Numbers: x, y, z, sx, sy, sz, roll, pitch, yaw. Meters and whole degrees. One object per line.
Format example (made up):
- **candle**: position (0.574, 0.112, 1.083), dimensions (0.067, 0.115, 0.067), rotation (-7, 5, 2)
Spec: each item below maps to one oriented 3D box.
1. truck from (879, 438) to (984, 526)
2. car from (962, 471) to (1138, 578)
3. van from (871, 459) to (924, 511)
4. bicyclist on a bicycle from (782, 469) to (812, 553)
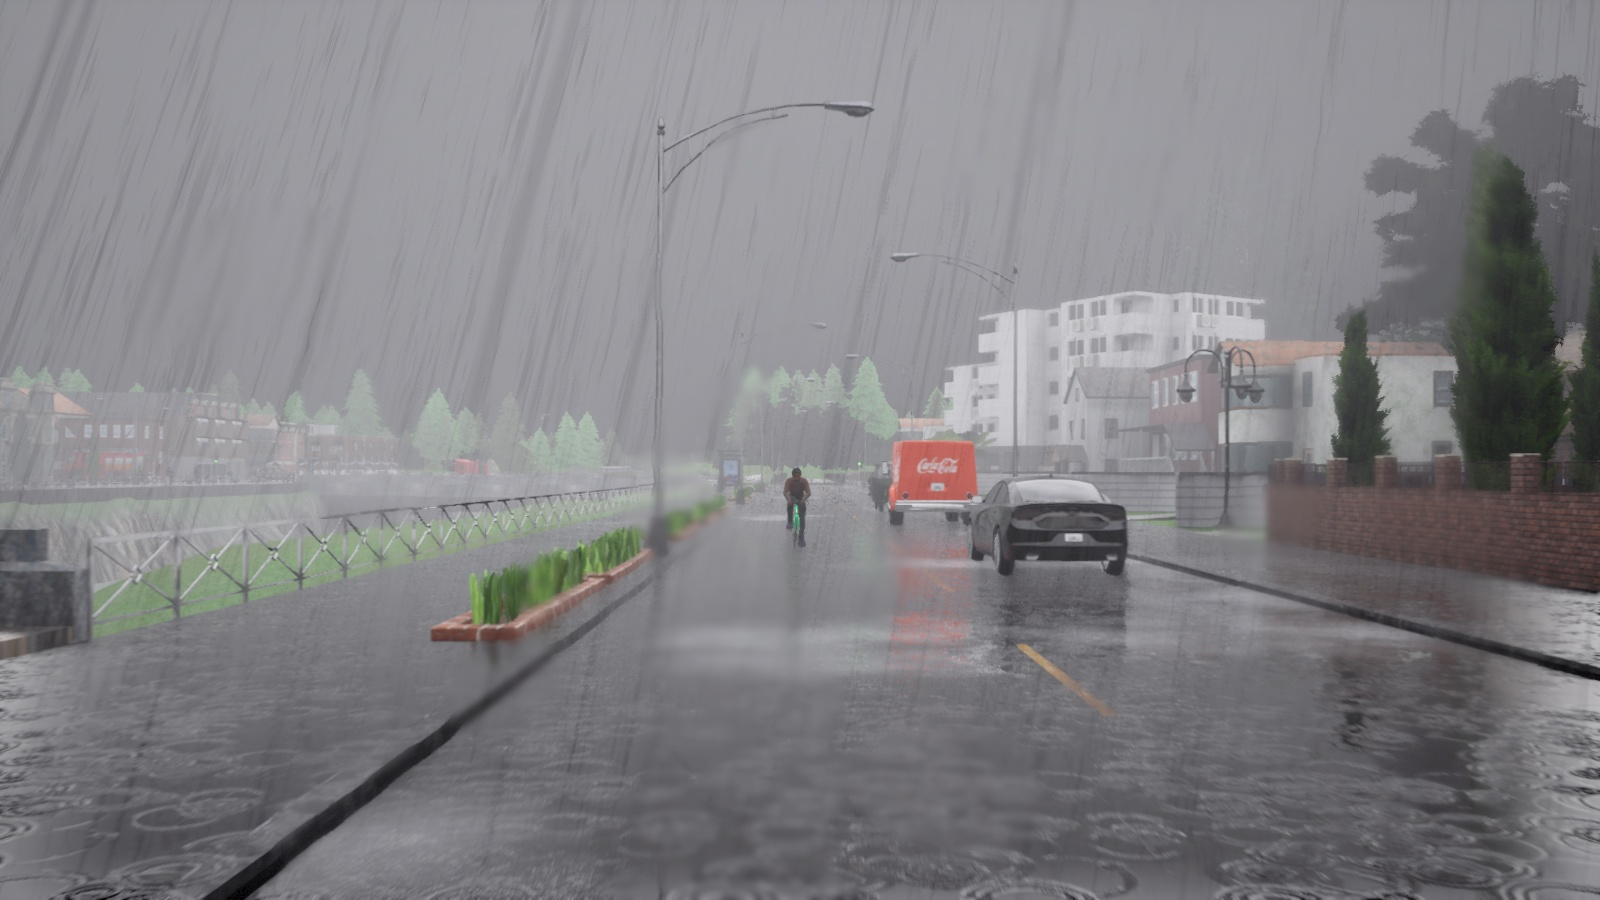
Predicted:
- **truck**: position (3.908, 0.954, 38.317), dimensions (2.627, 2.467, 5.204), rotation (0, -1, 0)
- **car**: position (3.951, 1.124, 20.748), dimensions (1.882, 1.535, 5.008), rotation (0, -1, 0)
- **van**: position (3.881, 1.396, 50.447), dimensions (1.775, 1.987, 4.442), rotation (0, -1, 0)
- **bicyclist on a bicycle**: position (-0.059, 1.187, 25.018), dimensions (0.582, 1.620, 1.656), rotation (0, -1, 0)
